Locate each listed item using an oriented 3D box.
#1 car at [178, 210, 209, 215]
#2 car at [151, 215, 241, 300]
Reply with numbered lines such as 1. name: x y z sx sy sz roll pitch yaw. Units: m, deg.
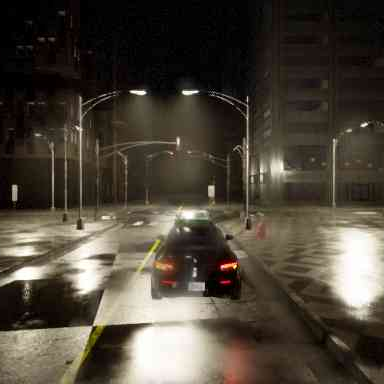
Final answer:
1. car: 0.071 1.593 17.260 1.895 1.301 4.718 0 0 0
2. car: 0.083 1.523 8.236 1.812 1.442 4.674 0 0 0
